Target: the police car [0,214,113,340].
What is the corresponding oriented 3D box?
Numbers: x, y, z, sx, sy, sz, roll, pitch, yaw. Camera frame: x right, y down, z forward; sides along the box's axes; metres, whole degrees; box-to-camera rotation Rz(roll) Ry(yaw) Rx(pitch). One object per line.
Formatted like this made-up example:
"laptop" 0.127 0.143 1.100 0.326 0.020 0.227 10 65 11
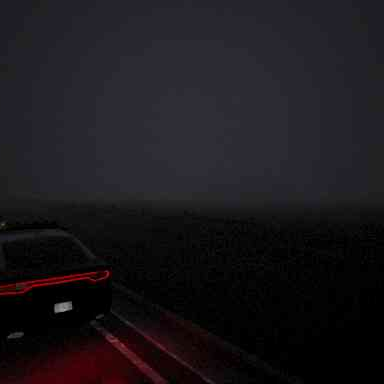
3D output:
"police car" -3.364 1.425 6.786 1.930 1.638 5.238 0 0 -37
